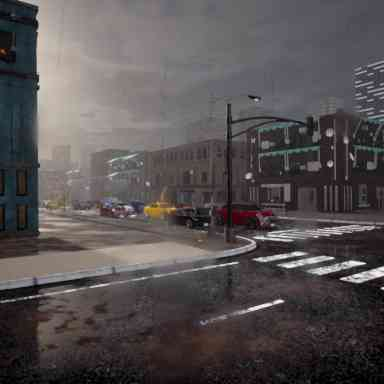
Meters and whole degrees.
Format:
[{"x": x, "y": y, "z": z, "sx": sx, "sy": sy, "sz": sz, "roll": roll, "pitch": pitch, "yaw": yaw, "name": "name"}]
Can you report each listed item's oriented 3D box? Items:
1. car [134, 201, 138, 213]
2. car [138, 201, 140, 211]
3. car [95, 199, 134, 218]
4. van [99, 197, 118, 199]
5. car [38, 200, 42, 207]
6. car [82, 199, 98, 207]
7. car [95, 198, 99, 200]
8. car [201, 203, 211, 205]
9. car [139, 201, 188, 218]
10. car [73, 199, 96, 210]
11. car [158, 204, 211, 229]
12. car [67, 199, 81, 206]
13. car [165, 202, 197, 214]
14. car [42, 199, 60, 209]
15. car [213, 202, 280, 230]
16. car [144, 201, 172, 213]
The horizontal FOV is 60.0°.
[{"x": -8.697, "y": 1.956, "z": 40.340, "sx": 1.812, "sy": 1.442, "sz": 4.674, "roll": -1, "pitch": 0, "yaw": -35, "name": "car"}, {"x": -7.480, "y": 1.950, "z": 44.140, "sx": 1.812, "sy": 1.442, "sz": 4.674, "roll": -1, "pitch": 0, "yaw": -35, "name": "car"}, {"x": -8.258, "y": 1.846, "z": 35.203, "sx": 1.967, "sy": 1.590, "sz": 4.097, "roll": -1, "pitch": 0, "yaw": -35, "name": "car"}, {"x": -14.219, "y": 1.907, "z": 58.116, "sx": 1.690, "sy": 1.788, "sz": 3.998, "roll": -1, "pitch": 0, "yaw": -35, "name": "van"}, {"x": -30.650, "y": 2.376, "z": 66.822, "sx": 2.008, "sy": 1.369, "sz": 4.403, "roll": -1, "pitch": 0, "yaw": -35, "name": "car"}, {"x": -20.613, "y": 2.228, "z": 67.150, "sx": 1.887, "sy": 1.381, "sz": 4.507, "roll": -1, "pitch": 0, "yaw": -35, "name": "car"}, {"x": -17.419, "y": 1.940, "z": 62.633, "sx": 2.192, "sy": 1.841, "sz": 5.009, "roll": -1, "pitch": 0, "yaw": -35, "name": "car"}, {"x": 1.782, "y": 1.810, "z": 35.532, "sx": 2.008, "sy": 1.369, "sz": 4.403, "roll": -2, "pitch": 0, "yaw": -35, "name": "car"}, {"x": -2.820, "y": 1.792, "z": 32.027, "sx": 1.882, "sy": 1.535, "sz": 5.008, "roll": -1, "pitch": 0, "yaw": -35, "name": "car"}, {"x": -17.611, "y": 2.147, "z": 53.081, "sx": 2.033, "sy": 1.411, "sz": 5.357, "roll": -1, "pitch": 0, "yaw": -35, "name": "car"}, {"x": -0.333, "y": 1.815, "z": 23.809, "sx": 1.947, "sy": 1.339, "sz": 4.313, "roll": -1, "pitch": 0, "yaw": -35, "name": "car"}, {"x": -27.011, "y": 2.364, "z": 76.184, "sx": 1.947, "sy": 1.339, "sz": 4.313, "roll": -1, "pitch": 0, "yaw": -35, "name": "car"}, {"x": -1.417, "y": 1.904, "z": 40.049, "sx": 1.802, "sy": 1.307, "sz": 4.206, "roll": -2, "pitch": 0, "yaw": -35, "name": "car"}, {"x": -24.153, "y": 2.233, "z": 57.649, "sx": 1.752, "sy": 1.417, "sz": 4.829, "roll": -1, "pitch": 0, "yaw": -35, "name": "car"}, {"x": 3.756, "y": 1.536, "z": 22.870, "sx": 2.097, "sy": 1.767, "sz": 4.553, "roll": -1, "pitch": 0, "yaw": -37, "name": "car"}, {"x": -4.615, "y": 1.966, "z": 44.565, "sx": 1.802, "sy": 1.307, "sz": 4.206, "roll": -1, "pitch": 0, "yaw": -35, "name": "car"}]
